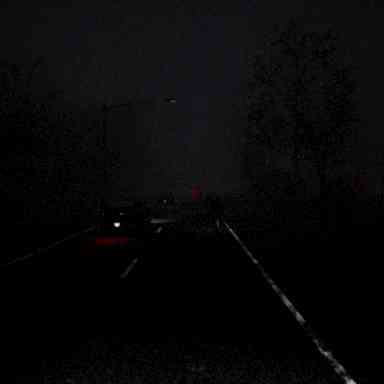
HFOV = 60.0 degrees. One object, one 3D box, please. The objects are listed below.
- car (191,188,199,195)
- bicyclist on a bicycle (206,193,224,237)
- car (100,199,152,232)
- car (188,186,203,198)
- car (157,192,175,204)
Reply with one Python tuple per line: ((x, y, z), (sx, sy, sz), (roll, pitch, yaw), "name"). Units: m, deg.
((0.665, -0.203, 73.952), (1.812, 1.442, 4.674), (0, 1, 1), "car")
((1.096, 1.023, 14.665), (0.659, 1.776, 1.843), (0, 2, 0), "bicyclist on a bicycle")
((-3.251, 1.107, 16.948), (1.837, 1.490, 4.892), (0, 1, 1), "car")
((0.599, -0.079, 55.660), (2.150, 2.045, 5.566), (0, 2, 0), "car")
((-3.046, 0.669, 39.826), (1.895, 1.301, 4.718), (0, 1, 1), "car")
